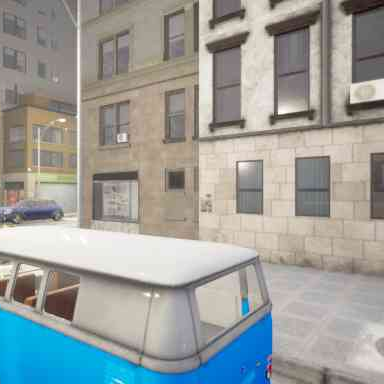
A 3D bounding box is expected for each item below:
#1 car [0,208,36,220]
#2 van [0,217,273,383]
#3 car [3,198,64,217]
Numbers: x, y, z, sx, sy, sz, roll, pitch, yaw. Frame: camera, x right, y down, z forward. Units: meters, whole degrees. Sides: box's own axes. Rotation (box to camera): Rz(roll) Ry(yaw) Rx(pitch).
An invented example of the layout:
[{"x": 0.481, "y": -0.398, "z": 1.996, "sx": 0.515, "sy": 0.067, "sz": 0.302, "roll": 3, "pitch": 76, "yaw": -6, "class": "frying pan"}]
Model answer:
[{"x": -5.654, "y": 1.315, "z": 6.764, "sx": 5.009, "sy": 1.841, "sz": 2.192, "roll": 0, "pitch": 0, "yaw": 35, "class": "car"}, {"x": -1.138, "y": 1.341, "z": 3.604, "sx": 3.998, "sy": 1.788, "sz": 1.690, "roll": 0, "pitch": 0, "yaw": 35, "class": "van"}, {"x": -11.733, "y": 1.286, "z": 24.018, "sx": 2.097, "sy": 1.767, "sz": 4.553, "roll": 0, "pitch": 0, "yaw": 35, "class": "car"}]
